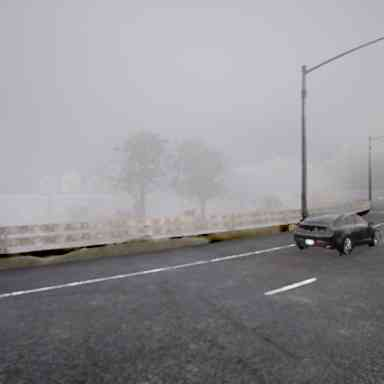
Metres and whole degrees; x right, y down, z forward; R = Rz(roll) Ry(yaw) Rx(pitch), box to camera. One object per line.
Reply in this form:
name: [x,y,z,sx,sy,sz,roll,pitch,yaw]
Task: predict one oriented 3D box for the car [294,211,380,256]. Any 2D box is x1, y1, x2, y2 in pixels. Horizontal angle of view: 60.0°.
car: [6.006,1.560,13.585,4.892,1.490,1.837,0,0,-43]
